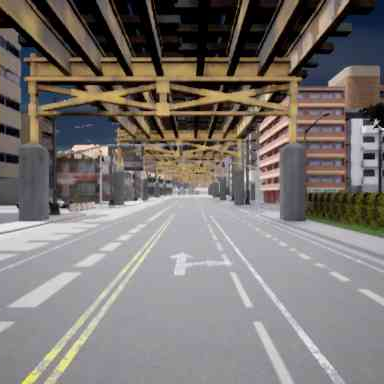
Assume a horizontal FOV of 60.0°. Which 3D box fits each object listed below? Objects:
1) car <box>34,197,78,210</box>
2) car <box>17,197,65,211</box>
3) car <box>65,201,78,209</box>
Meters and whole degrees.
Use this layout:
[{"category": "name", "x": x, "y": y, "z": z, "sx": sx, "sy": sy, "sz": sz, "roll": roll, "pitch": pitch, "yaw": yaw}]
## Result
[{"category": "car", "x": -16.762, "y": 1.412, "z": 41.261, "sx": 4.974, "sy": 1.542, "sz": 2.038, "roll": 0, "pitch": 0, "yaw": -20}, {"category": "car", "x": -17.088, "y": 1.411, "z": 37.103, "sx": 4.974, "sy": 1.542, "sz": 2.038, "roll": 0, "pitch": 0, "yaw": 25}, {"category": "car", "x": -16.811, "y": 1.254, "z": 41.243, "sx": 4.536, "sy": 1.218, "sz": 1.853, "roll": 0, "pitch": 0, "yaw": -20}]
